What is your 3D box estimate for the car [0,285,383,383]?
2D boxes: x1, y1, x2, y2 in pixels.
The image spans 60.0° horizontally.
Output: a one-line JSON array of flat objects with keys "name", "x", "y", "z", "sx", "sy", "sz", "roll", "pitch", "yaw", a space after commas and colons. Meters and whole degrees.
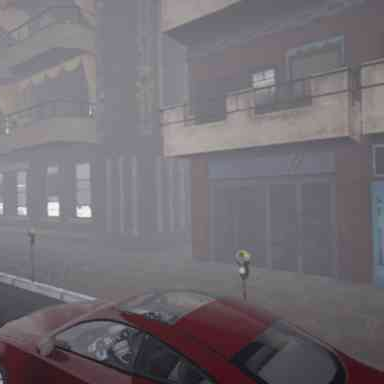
[{"name": "car", "x": -0.357, "y": 1.593, "z": 3.146, "sx": 4.206, "sy": 1.307, "sz": 1.802, "roll": 0, "pitch": -1, "yaw": 36}]
